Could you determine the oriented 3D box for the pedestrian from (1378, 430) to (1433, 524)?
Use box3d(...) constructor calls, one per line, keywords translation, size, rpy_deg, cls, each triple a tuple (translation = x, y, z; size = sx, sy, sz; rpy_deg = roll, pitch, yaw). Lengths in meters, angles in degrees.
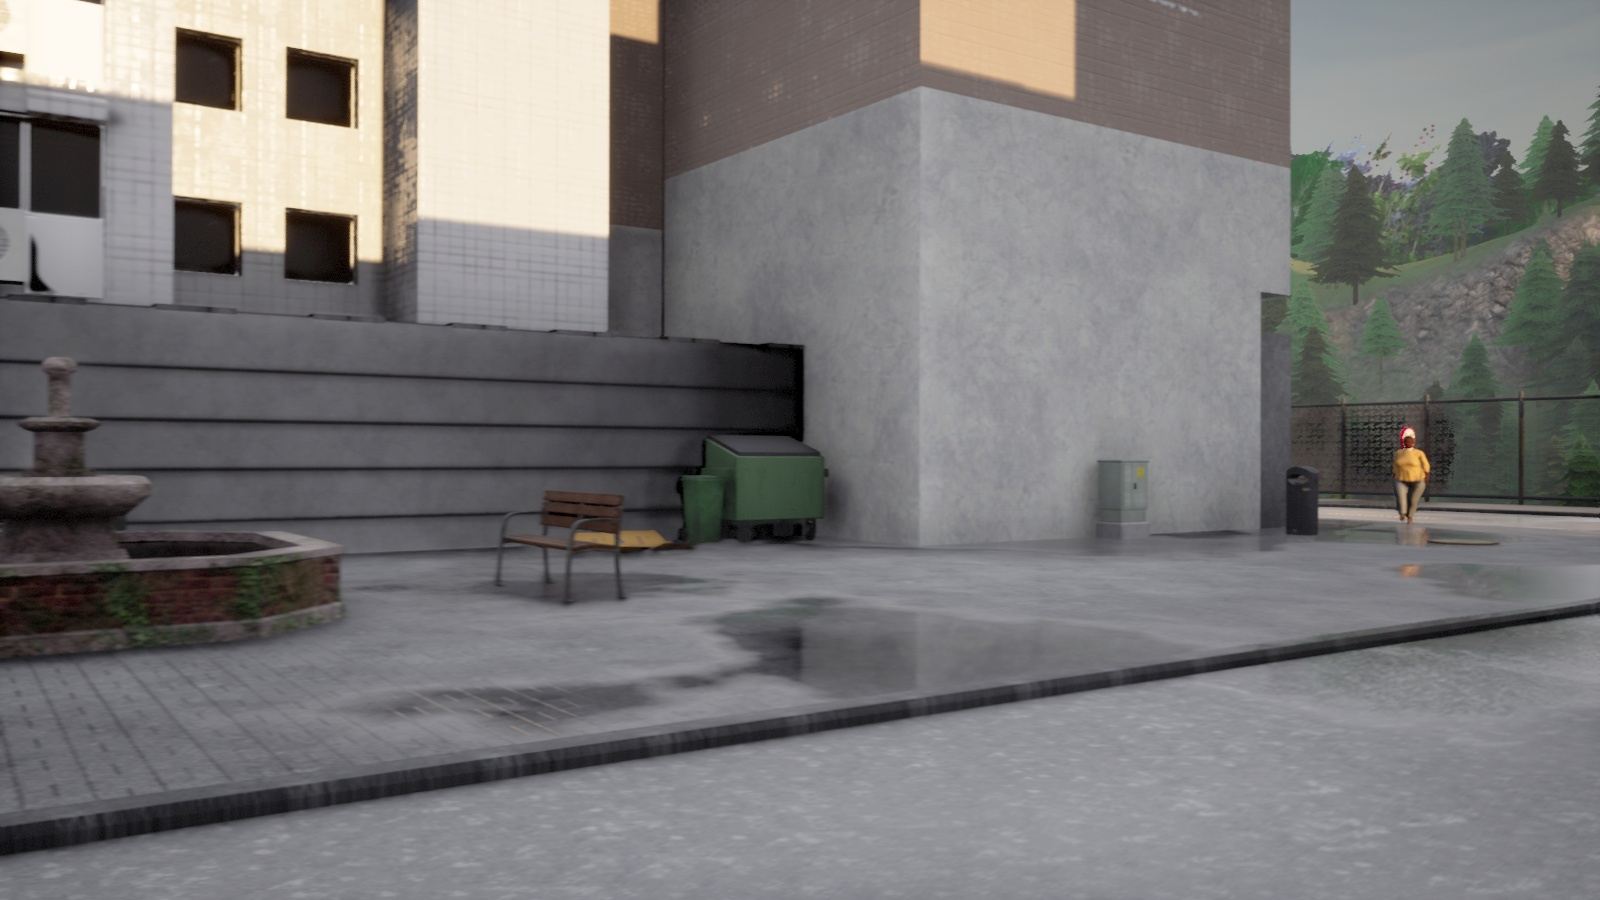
box3d(translation=(12.231, 0.534, 25.363), size=(0.874, 1.855, 0.900), rpy_deg=(0, 0, 35), cls="pedestrian")
